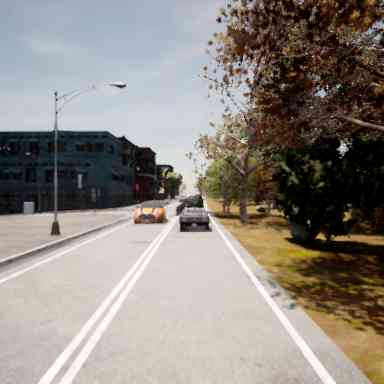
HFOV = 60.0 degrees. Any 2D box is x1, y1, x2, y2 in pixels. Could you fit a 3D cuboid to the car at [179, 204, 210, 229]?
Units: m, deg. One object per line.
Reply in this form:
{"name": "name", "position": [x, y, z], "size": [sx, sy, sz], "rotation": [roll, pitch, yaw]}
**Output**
{"name": "car", "position": [0.164, 1.710, 22.269], "size": [1.895, 1.301, 4.718], "rotation": [0, 0, 0]}

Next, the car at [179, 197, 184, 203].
{"name": "car", "position": [-1.960, 1.751, 76.617], "size": [2.033, 1.411, 5.357], "rotation": [0, 0, 2]}

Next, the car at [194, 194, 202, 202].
{"name": "car", "position": [1.537, 1.422, 84.226], "size": [2.150, 2.045, 5.566], "rotation": [0, 0, 2]}

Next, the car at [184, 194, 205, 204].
{"name": "car", "position": [0.447, 1.411, 42.794], "size": [2.150, 2.045, 5.566], "rotation": [0, 0, 1]}

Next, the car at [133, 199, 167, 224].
{"name": "car", "position": [-3.187, 1.479, 25.862], "size": [2.097, 1.767, 4.553], "rotation": [0, 0, 1]}
